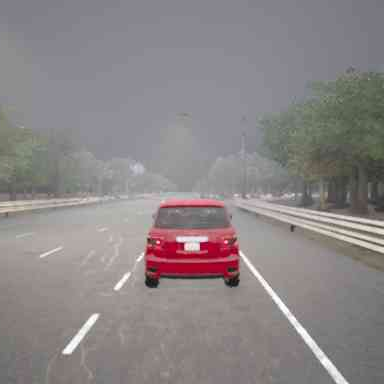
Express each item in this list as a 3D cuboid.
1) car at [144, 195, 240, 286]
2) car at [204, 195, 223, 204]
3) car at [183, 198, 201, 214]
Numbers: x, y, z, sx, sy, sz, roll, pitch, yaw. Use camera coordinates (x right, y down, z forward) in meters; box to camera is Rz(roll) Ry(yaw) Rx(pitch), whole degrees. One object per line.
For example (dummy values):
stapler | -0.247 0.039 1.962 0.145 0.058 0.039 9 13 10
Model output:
car | 0.005 1.198 9.444 2.150 2.045 5.566 0 0 0
car | 3.886 1.343 59.258 2.128 1.511 4.902 0 0 17
car | 0.092 1.446 35.439 1.812 1.442 4.674 0 0 2
